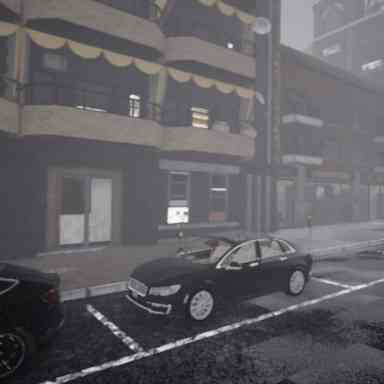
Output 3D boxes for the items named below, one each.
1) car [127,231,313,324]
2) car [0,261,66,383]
[{"bbox_3d":[0.788,1.566,7.103,4.403,1.369,2.008,0,1,-35],"label":"car"},{"bbox_3d":[-3.748,1.563,3.872,4.313,1.339,1.947,0,1,-35],"label":"car"}]
